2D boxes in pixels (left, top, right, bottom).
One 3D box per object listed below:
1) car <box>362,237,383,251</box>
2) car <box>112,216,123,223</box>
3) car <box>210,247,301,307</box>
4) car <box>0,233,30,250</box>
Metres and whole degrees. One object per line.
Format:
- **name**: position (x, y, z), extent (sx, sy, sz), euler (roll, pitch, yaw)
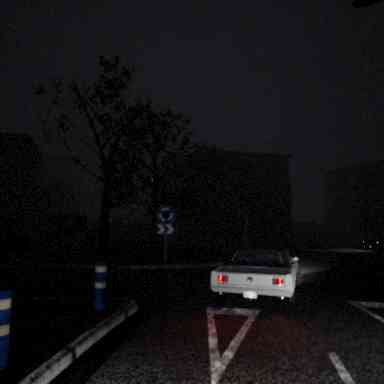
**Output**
- **car**: position (18.083, 4.748, 30.684), extent (4.718, 1.301, 1.895), euler (4, -7, -20)
- **car**: position (-15.807, 5.788, 70.683), extent (1.812, 1.442, 4.674), euler (1, 0, -6)
- **car**: position (2.031, 2.214, 9.457), extent (1.895, 1.301, 4.718), euler (-2, -7, 19)
- **car**: position (-14.693, 3.830, 25.282), extent (1.895, 1.301, 4.718), euler (-1, -6, 12)
